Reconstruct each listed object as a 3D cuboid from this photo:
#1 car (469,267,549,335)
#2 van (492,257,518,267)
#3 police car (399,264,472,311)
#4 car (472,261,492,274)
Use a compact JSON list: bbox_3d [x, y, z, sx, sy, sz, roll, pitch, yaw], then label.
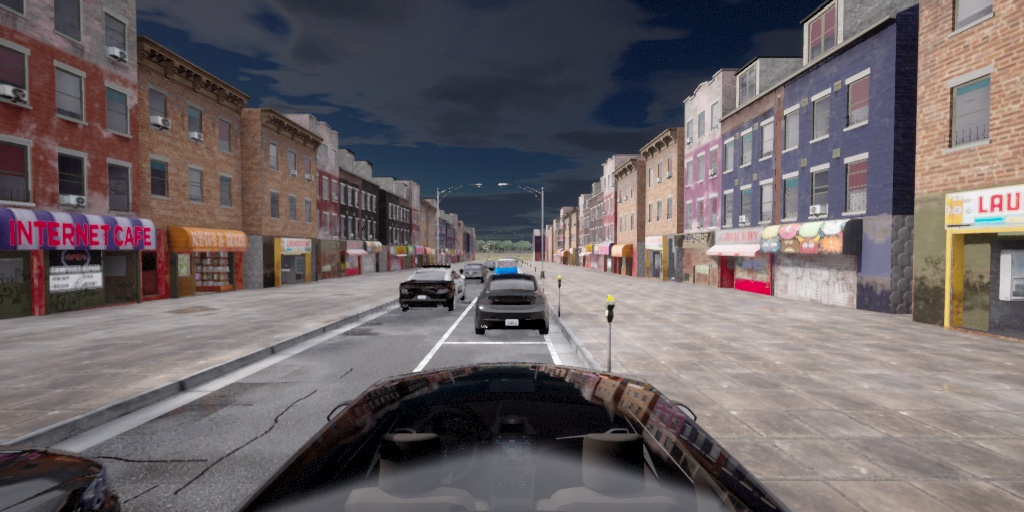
[{"bbox_3d":[0.000,1.250,10.502,1.837,1.490,4.892,0,0,0],"label":"car"},{"bbox_3d":[-0.383,1.081,27.392,1.690,1.789,3.998,0,0,0],"label":"van"},{"bbox_3d":[-3.021,1.170,14.589,1.930,1.638,5.238,0,0,0],"label":"police car"},{"bbox_3d":[-2.934,1.288,28.145,2.033,1.411,5.357,0,0,0],"label":"car"}]
